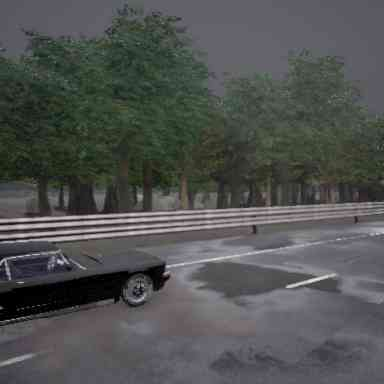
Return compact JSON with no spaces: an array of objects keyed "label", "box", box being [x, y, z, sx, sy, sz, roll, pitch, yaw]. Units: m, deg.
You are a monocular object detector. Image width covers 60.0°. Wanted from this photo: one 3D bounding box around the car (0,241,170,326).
[{"label":"car","box":[-2.797,1.602,6.256,4.718,1.301,1.895,0,0,-36]}]
